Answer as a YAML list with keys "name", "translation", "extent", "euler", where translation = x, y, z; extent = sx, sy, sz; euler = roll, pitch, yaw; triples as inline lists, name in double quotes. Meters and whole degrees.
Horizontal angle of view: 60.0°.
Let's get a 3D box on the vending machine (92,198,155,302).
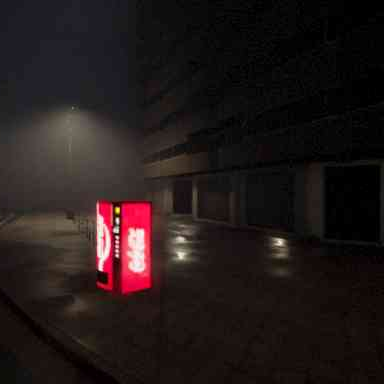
- name: "vending machine"
  translation: [-1.535, 1.195, 7.476]
  extent: [1.100, 2.100, 0.880]
  euler: [0, 0, -41]
